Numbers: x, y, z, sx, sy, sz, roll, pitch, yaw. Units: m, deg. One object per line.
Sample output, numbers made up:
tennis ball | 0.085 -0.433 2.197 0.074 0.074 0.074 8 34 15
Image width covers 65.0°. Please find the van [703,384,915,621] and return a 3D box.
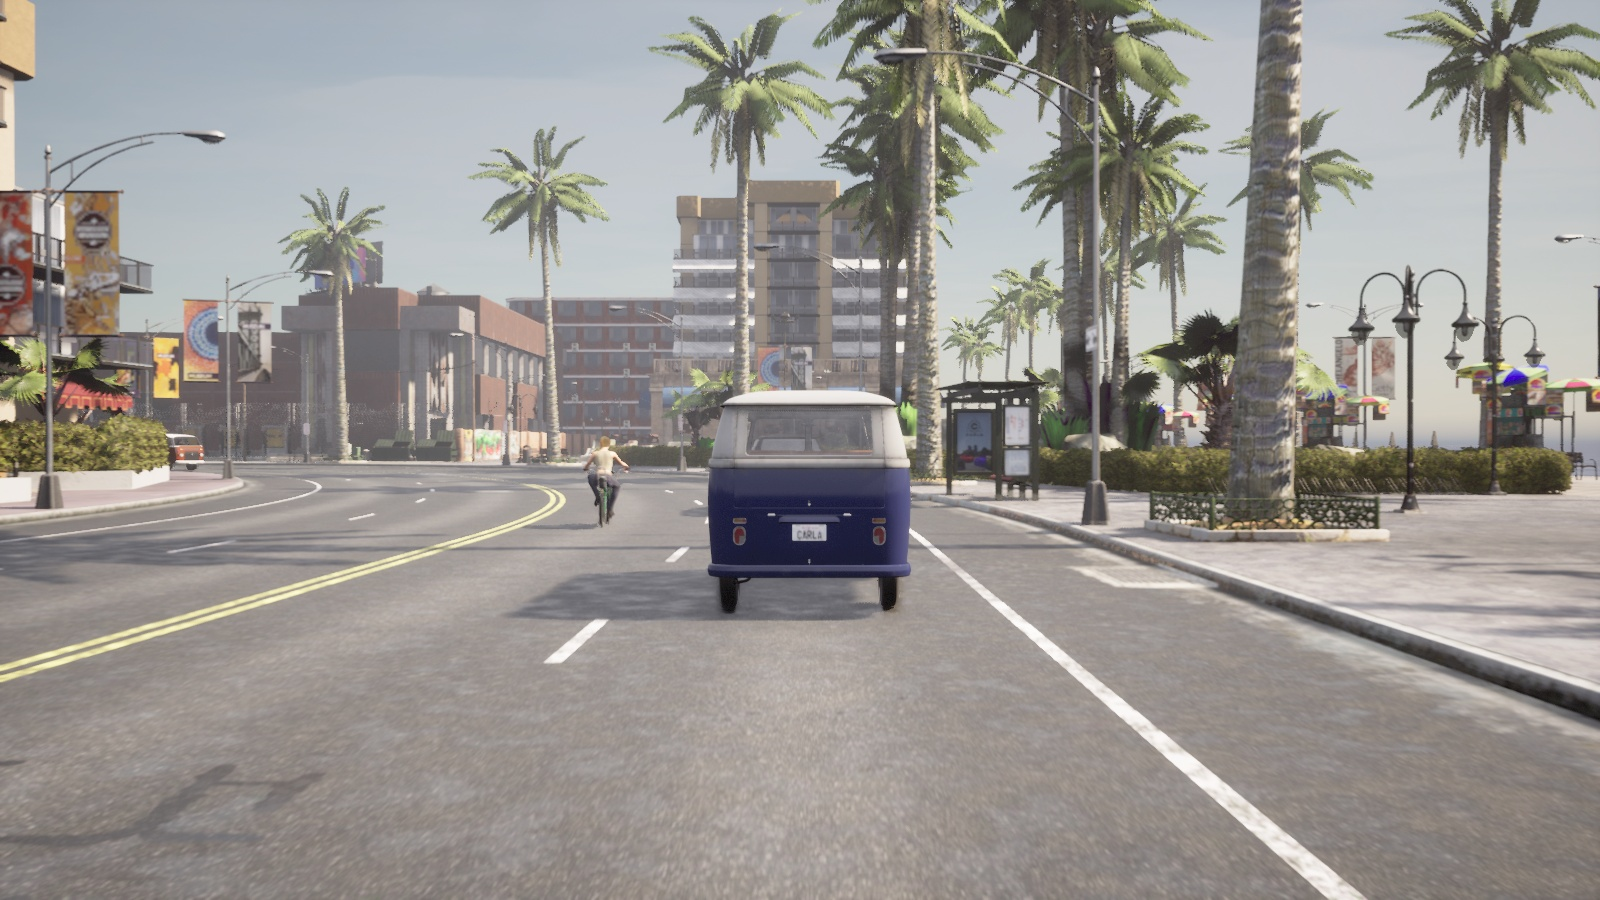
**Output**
van | 0.088 0.428 12.746 1.775 1.987 4.442 0 0 0

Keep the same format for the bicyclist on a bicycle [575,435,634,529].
bicyclist on a bicycle | -3.487 0.554 22.488 0.866 1.612 1.509 0 0 -2

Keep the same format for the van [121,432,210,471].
van | -34.567 0.059 68.414 4.480 2.038 2.069 0 0 27
